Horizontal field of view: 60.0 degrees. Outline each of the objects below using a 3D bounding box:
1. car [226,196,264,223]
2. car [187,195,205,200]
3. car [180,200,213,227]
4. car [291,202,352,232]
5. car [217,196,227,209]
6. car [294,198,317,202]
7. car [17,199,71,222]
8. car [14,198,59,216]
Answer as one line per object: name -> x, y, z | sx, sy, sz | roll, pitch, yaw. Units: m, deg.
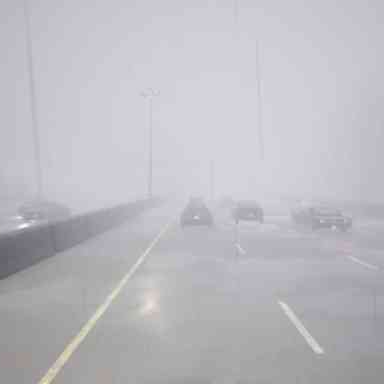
car -> 3.828, 1.322, 23.847 | 1.882, 1.535, 5.008 | 0, 1, 1
car -> 0.470, 1.122, 38.309 | 2.128, 1.511, 4.902 | 0, 1, 1
car -> 0.301, 1.424, 21.311 | 1.994, 1.385, 4.181 | 0, 1, 1
car -> 7.280, 1.504, 19.222 | 1.895, 1.301, 4.718 | 0, 1, 1
car -> 3.974, 1.157, 38.903 | 1.812, 1.442, 4.674 | 0, 1, 1
car -> 10.907, 1.288, 31.932 | 1.812, 1.442, 4.674 | 0, 1, 1
car -> -10.355, 1.362, 23.948 | 1.994, 1.385, 4.181 | 0, 1, 1
car -> -13.765, 1.279, 29.792 | 1.994, 1.385, 4.181 | 0, 1, 1
